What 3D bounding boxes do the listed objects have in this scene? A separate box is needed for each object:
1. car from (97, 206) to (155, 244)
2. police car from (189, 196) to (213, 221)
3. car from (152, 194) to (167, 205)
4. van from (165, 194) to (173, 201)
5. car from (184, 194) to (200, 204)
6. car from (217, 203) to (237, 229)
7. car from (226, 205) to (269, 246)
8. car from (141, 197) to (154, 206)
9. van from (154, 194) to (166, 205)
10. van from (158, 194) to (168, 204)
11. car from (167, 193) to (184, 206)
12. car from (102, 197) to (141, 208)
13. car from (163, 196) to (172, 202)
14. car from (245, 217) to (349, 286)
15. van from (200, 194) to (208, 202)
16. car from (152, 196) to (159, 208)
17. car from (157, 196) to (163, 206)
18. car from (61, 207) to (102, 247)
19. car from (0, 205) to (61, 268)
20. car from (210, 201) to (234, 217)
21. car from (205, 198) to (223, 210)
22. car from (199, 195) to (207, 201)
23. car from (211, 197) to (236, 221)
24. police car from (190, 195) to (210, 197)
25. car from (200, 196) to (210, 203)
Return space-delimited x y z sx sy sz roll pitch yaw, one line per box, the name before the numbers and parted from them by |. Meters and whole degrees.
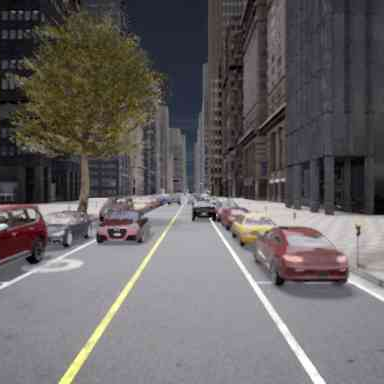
car | -3.093 1.564 15.729 1.994 1.385 4.181 0 0 0
police car | 0.912 1.428 27.348 1.930 1.638 5.238 0 0 0
car | -5.741 1.329 54.565 2.192 1.841 5.009 0 0 0
van | -5.729 1.375 82.953 1.690 1.788 3.998 0 0 0
car | 0.026 1.565 61.568 2.033 1.411 5.357 0 0 0
car | 2.770 1.582 20.505 1.802 1.307 4.206 0 0 0
car | 2.768 1.525 14.997 1.752 1.417 4.829 0 0 0
car | -5.748 1.532 37.362 1.752 1.417 4.829 0 0 0
van | -5.738 1.359 60.243 1.690 1.788 3.998 0 0 0
van | -5.736 1.362 65.920 1.690 1.788 3.998 0 0 0
car | -3.023 1.227 57.115 2.150 2.045 5.566 0 0 1
car | -5.752 1.317 26.177 2.192 1.841 5.009 0 0 0
car | -5.731 1.611 77.275 1.802 1.307 4.206 0 0 0
car | 2.766 1.581 9.149 1.802 1.307 4.206 0 0 0
van | 2.794 1.369 77.281 1.690 1.788 3.998 0 0 0
car | -5.745 1.591 43.210 1.802 1.307 4.206 0 0 0
car | -5.743 1.594 48.887 1.802 1.307 4.206 0 0 0
car | -5.757 1.551 14.823 2.008 1.369 4.403 0 0 0
car | -5.759 1.315 9.146 2.192 1.841 5.009 0 0 0
car | 2.775 1.570 31.860 1.947 1.339 4.313 0 0 0
car | 2.780 1.559 43.215 2.008 1.369 4.403 0 0 0
car | 2.799 1.478 88.636 1.967 1.590 4.097 0 0 0
car | 2.773 1.442 26.182 1.967 1.590 4.097 0 0 0
police car | 0.916 1.431 37.348 1.930 1.638 5.238 0 0 0
car | 2.792 1.569 71.603 1.887 1.381 4.507 0 0 0
